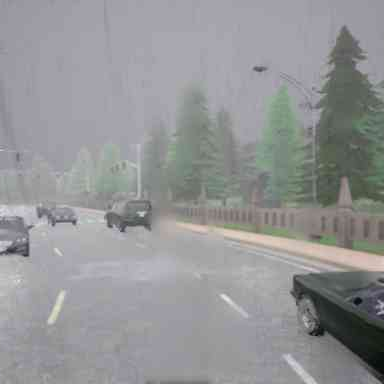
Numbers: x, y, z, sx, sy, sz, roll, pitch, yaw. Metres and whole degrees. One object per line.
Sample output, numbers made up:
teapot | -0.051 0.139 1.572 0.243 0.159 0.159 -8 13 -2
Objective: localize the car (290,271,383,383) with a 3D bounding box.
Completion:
car | 2.910 1.628 3.925 1.895 1.301 4.718 0 -1 -7

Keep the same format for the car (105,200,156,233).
car | -4.273 1.531 22.568 2.150 2.045 5.566 0 -1 -27

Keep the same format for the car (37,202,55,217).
car | -16.875 1.962 38.802 2.097 1.767 4.553 0 -1 -28

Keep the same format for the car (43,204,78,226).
car | -10.712 1.964 27.372 2.033 1.411 5.357 0 -1 -28

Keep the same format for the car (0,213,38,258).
car | -7.554 1.714 13.424 2.128 1.511 4.902 0 -1 -27
